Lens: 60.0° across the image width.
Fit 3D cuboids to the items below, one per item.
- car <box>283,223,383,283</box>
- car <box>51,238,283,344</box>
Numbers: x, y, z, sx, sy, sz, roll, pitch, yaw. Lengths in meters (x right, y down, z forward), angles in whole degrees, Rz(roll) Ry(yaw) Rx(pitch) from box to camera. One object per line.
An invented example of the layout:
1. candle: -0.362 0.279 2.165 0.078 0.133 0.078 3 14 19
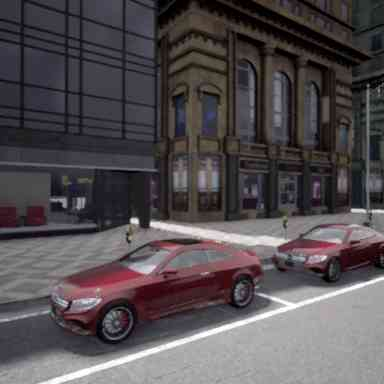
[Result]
1. car: 4.168 1.578 9.621 4.206 1.307 1.802 0 0 -36
2. car: -0.420 1.580 6.346 4.206 1.307 1.802 0 0 -36
